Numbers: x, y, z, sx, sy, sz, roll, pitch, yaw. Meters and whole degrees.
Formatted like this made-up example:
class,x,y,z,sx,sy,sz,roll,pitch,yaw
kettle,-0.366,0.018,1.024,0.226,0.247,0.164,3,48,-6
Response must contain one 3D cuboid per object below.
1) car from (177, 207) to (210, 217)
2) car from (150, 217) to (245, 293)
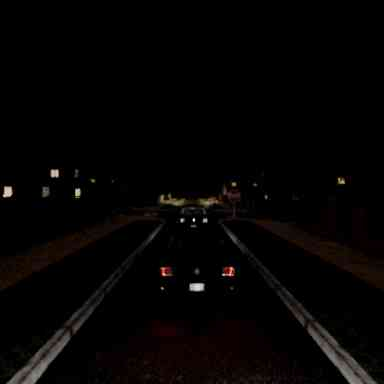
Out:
class,x,y,z,sx,sy,sz,roll,pitch,yaw
car,0.061,1.533,20.016,1.895,1.301,4.718,0,0,-1
car,0.101,1.568,8.722,1.895,1.301,4.718,0,0,0
